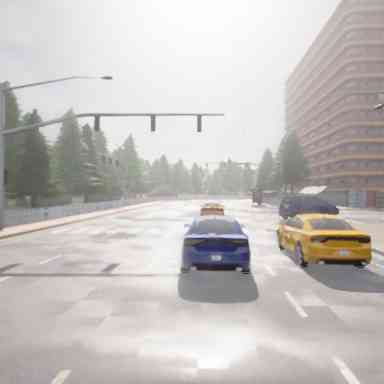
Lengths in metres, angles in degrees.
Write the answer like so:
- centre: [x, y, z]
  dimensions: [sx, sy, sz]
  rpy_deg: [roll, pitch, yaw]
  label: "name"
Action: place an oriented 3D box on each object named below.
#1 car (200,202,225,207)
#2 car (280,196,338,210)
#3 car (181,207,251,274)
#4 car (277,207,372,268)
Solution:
- centre: [1.630, 1.510, 27.021]
  dimensions: [1.882, 1.535, 5.008]
  rpy_deg: [1, 0, 3]
  label: "car"
- centre: [9.625, 1.323, 27.362]
  dimensions: [5.566, 2.045, 2.150]
  rpy_deg: [0, -2, -34]
  label: "car"
- centre: [0.722, 1.483, 10.714]
  dimensions: [1.882, 1.535, 5.008]
  rpy_deg: [0, 0, 3]
  label: "car"
- centre: [4.256, 1.500, 11.484]
  dimensions: [1.882, 1.535, 5.008]
  rpy_deg: [0, 0, 3]
  label: "car"
